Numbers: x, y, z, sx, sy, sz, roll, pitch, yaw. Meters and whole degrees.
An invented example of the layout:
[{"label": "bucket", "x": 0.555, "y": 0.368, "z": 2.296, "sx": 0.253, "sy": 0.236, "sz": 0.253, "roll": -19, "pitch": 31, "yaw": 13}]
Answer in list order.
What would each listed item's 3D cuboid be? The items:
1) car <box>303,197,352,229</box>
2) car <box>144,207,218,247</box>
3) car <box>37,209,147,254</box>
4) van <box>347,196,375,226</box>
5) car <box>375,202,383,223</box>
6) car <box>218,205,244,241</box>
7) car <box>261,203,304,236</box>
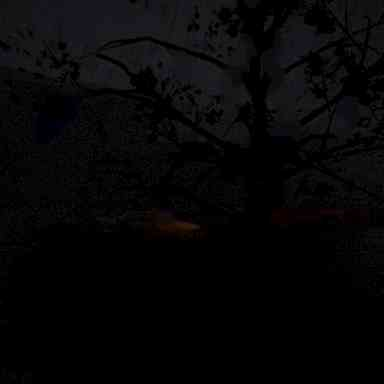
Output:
[{"label": "car", "x": 7.827, "y": 1.413, "z": 22.158, "sx": 4.553, "sy": 1.767, "sz": 2.185, "roll": -1, "pitch": -1, "yaw": 35}, {"label": "car", "x": -1.763, "y": 1.500, "z": 15.152, "sx": 5.366, "sy": 1.575, "sz": 1.946, "roll": -1, "pitch": -1, "yaw": 35}, {"label": "car", "x": -4.345, "y": 1.539, "z": 13.521, "sx": 4.674, "sy": 1.452, "sz": 2.002, "roll": -1, "pitch": -1, "yaw": 35}, {"label": "van", "x": 10.339, "y": 1.315, "z": 23.850, "sx": 4.442, "sy": 1.987, "sz": 1.878, "roll": -1, "pitch": -1, "yaw": 35}, {"label": "car", "x": 12.670, "y": 1.578, "z": 25.632, "sx": 4.674, "sy": 1.452, "sz": 2.002, "roll": -1, "pitch": 0, "yaw": 35}, {"label": "car", "x": 0.487, "y": 1.545, "z": 16.998, "sx": 4.792, "sy": 1.488, "sz": 2.163, "roll": -1, "pitch": -1, "yaw": 35}, {"label": "car", "x": 3.098, "y": 1.520, "z": 18.611, "sx": 5.366, "sy": 1.575, "sz": 1.946, "roll": -1, "pitch": -1, "yaw": 35}]
